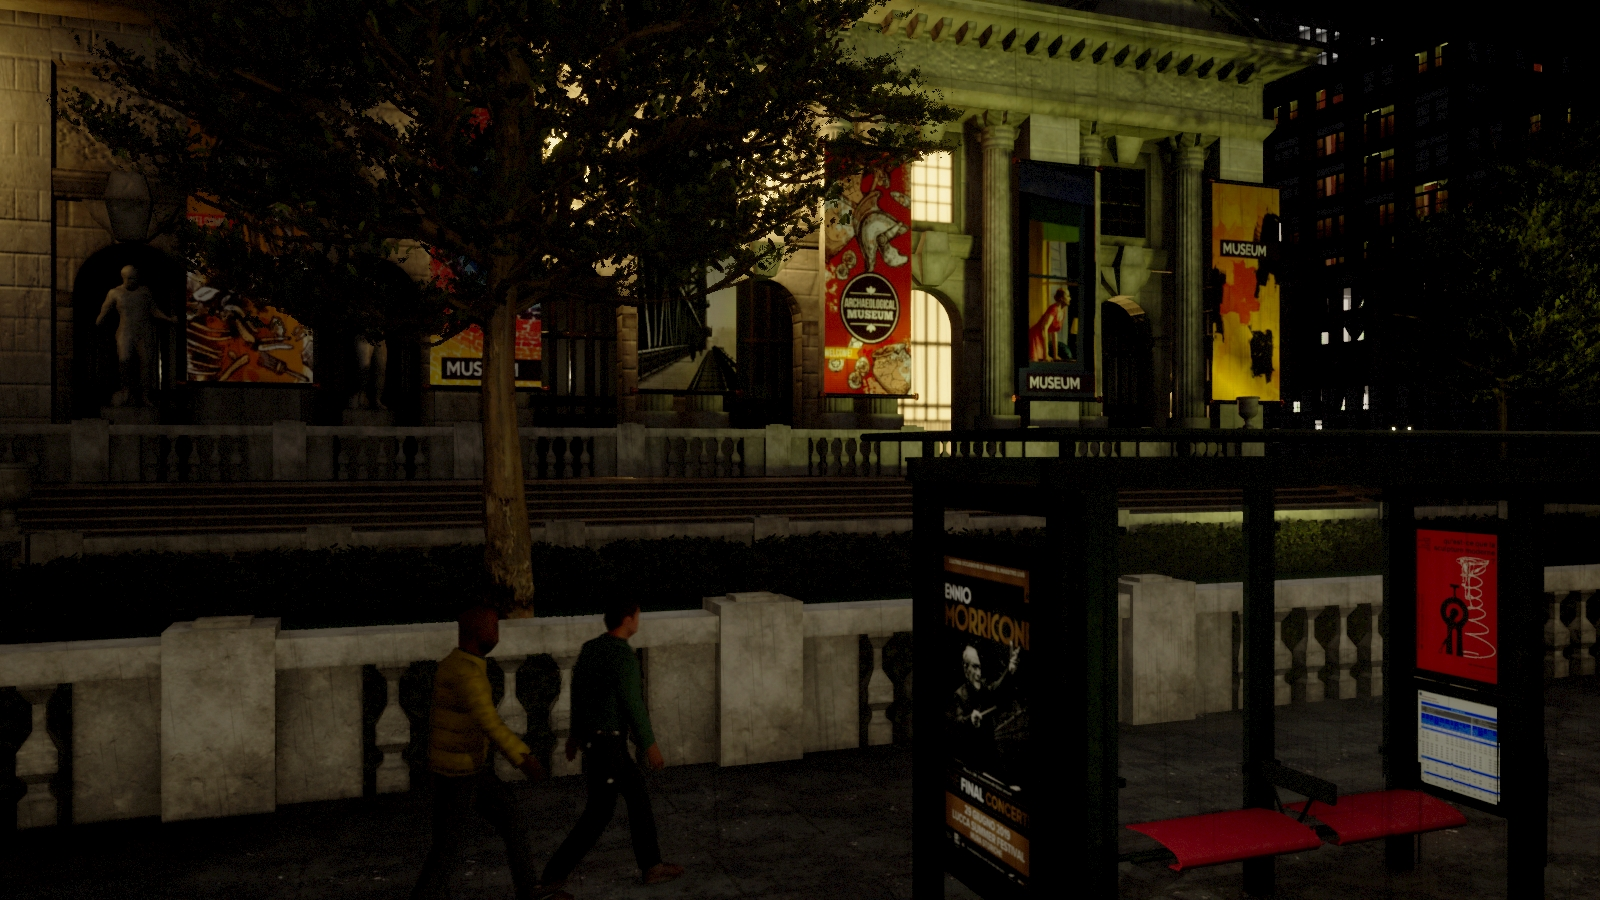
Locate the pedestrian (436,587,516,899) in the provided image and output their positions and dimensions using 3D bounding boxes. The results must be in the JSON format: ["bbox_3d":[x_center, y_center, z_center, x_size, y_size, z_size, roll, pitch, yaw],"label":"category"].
[{"bbox_3d":[-1.742,1.697,6.131,0.375,1.860,0.375,0,0,-23],"label":"pedestrian"}]

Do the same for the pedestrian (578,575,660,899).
[{"bbox_3d":[-1.074,1.698,6.756,0.375,1.860,0.375,0,0,-29],"label":"pedestrian"}]
